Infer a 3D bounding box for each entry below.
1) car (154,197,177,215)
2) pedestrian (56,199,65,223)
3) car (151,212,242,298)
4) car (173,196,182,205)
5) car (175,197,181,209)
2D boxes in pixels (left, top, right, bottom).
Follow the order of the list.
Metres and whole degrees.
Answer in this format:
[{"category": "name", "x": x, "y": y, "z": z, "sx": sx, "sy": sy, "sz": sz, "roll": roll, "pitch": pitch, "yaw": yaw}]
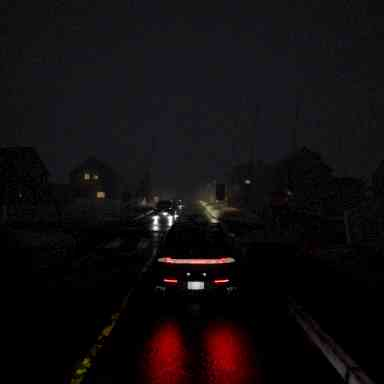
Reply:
[{"category": "car", "x": -2.905, "y": 1.616, "z": 35.229, "sx": 1.812, "sy": 1.442, "sz": 4.674, "roll": 0, "pitch": 0, "yaw": 0}, {"category": "pedestrian", "x": -9.846, "y": 1.407, "z": 24.850, "sx": 0.375, "sy": 1.860, "sz": 0.375, "roll": 0, "pitch": -3, "yaw": -1}, {"category": "car", "x": 0.129, "y": 1.503, "z": 8.523, "sx": 2.128, "sy": 1.511, "sz": 4.902, "roll": 0, "pitch": 0, "yaw": 1}, {"category": "car", "x": -2.897, "y": 1.568, "z": 60.602, "sx": 2.097, "sy": 1.767, "sz": 4.553, "roll": 0, "pitch": 0, "yaw": 0}, {"category": "car", "x": -2.901, "y": 1.738, "z": 46.344, "sx": 1.895, "sy": 1.301, "sz": 4.718, "roll": 0, "pitch": 0, "yaw": 0}]
